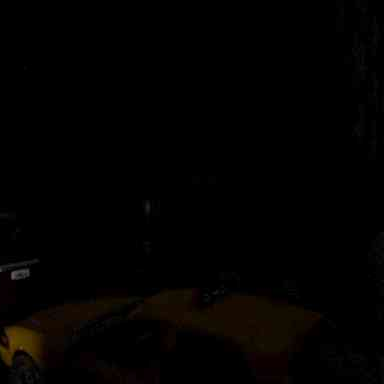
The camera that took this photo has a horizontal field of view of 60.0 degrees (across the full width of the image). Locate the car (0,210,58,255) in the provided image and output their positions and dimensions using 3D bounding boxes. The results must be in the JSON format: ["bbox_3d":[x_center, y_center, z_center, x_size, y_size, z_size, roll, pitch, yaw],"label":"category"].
[{"bbox_3d":[-4.442,1.266,6.245,5.009,1.841,2.192,0,1,36],"label":"car"}]

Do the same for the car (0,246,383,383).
[{"bbox_3d":[-0.036,1.514,3.099,4.829,1.417,1.752,0,1,36],"label":"car"}]
